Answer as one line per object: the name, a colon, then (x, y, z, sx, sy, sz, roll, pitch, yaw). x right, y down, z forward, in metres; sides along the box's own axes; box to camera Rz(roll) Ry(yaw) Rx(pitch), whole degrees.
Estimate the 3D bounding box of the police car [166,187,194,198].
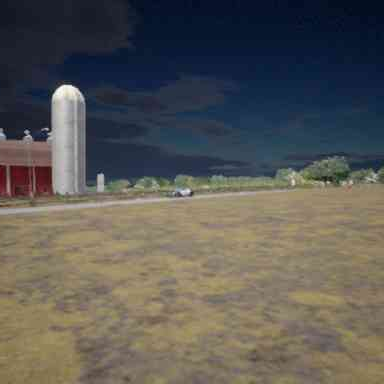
police car: (-1.867, 0.059, 48.886, 2.038, 1.542, 4.974, -1, 1, 36)
